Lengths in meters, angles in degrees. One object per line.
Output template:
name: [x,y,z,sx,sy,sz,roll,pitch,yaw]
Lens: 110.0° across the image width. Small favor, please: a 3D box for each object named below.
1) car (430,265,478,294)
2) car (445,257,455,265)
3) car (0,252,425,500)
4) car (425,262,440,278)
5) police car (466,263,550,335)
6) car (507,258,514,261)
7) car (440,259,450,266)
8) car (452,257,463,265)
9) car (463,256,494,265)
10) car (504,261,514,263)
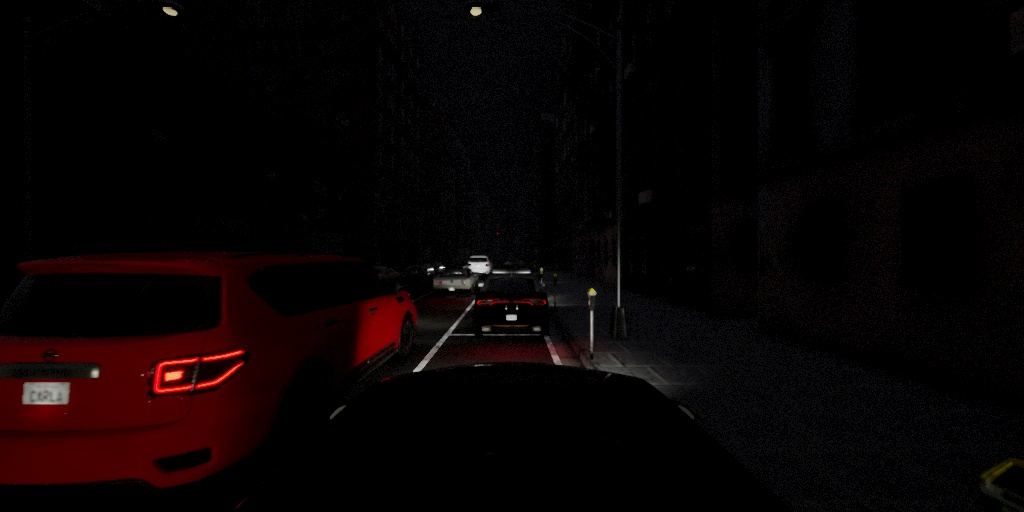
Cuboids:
car: [-2.981,1.351,20.092,1.895,1.301,4.718,0,0,1]
car: [-8.408,1.052,49.696,2.192,1.841,5.009,0,0,0]
car: [-3.022,0.973,5.010,2.150,2.045,5.566,0,0,0]
car: [-8.408,1.298,33.457,2.007,1.370,4.403,0,0,0]
police car: [-0.012,1.175,10.610,1.930,1.638,5.238,0,0,0]
car: [-0.383,1.269,39.031,1.751,1.417,4.829,0,0,0]
car: [-8.408,1.295,38.870,2.007,1.370,4.403,0,0,0]
car: [-5.813,1.232,45.502,2.128,1.511,4.902,0,0,0]
car: [-2.986,0.970,34.601,2.150,2.045,5.566,0,0,0]
car: [-0.383,1.315,28.035,1.948,1.339,4.313,0,0,0]
